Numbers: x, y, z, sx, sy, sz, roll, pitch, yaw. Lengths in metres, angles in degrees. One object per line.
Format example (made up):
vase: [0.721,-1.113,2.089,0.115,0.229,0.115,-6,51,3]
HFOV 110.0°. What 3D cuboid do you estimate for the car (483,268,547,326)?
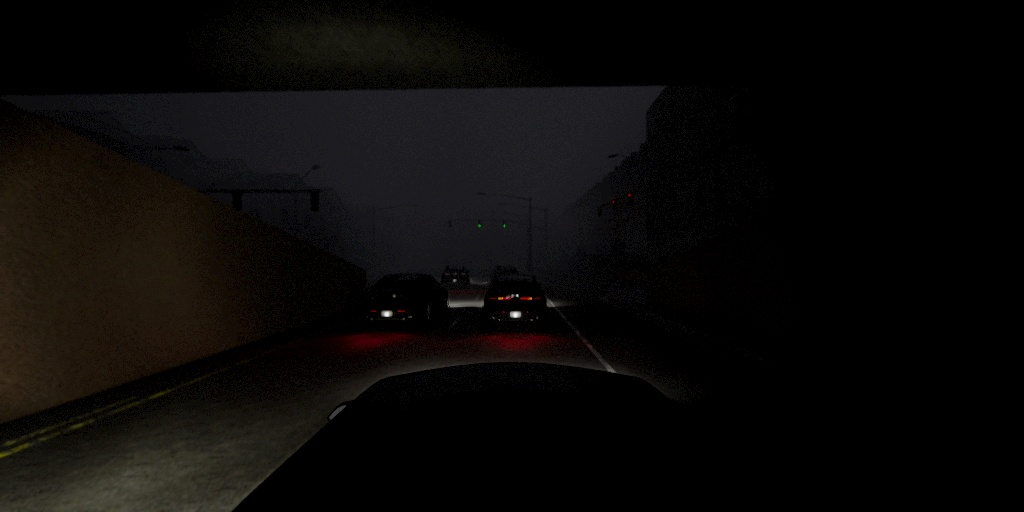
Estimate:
car: [0.096,1.329,12.048,1.837,1.490,4.892,0,0,0]

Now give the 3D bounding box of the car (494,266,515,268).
car: [-0.595,1.428,25.886,1.837,1.490,4.892,1,0,-8]

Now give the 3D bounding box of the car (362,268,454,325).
car: [-3.404,1.330,12.184,1.837,1.490,4.892,0,0,0]

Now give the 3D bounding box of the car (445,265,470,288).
car: [-4.080,1.413,25.855,2.128,1.511,4.902,0,0,-8]
